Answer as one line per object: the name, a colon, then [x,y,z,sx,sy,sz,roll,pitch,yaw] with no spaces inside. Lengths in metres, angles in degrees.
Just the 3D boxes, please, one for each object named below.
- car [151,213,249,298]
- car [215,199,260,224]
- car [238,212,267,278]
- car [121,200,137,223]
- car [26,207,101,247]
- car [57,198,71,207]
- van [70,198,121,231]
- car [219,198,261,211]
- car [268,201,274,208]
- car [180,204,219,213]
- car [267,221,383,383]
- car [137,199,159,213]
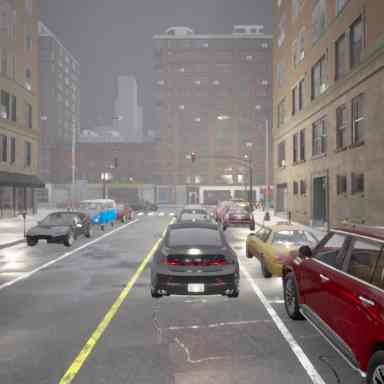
car: [0.047,1.512,8.530,1.837,1.490,4.892,0,0,-1]
car: [2.669,1.463,20.701,1.967,1.590,4.097,1,0,0]
car: [2.672,1.534,9.905,1.752,1.417,4.829,1,0,0]
car: [-5.859,1.576,26.181,1.887,1.381,4.507,1,0,0]
car: [-5.855,1.582,15.216,1.947,1.339,4.313,1,0,0]
car: [-14.952,1.494,42.317,4.181,1.385,1.994,0,-1,0]
van: [-5.855,1.364,20.699,1.690,1.788,3.998,1,0,0]
car: [6.062,1.567,42.193,5.008,1.535,1.882,0,-1,0]
car: [13.444,1.577,48.851,4.553,1.767,2.097,0,-1,0]
car: [0.094,1.543,16.010,1.812,1.442,4.674,0,0,0]
car: [2.677,1.318,4.252,2.192,1.841,5.009,1,0,0]
car: [-5.750,1.513,36.742,4.181,1.385,1.994,0,0,31]
